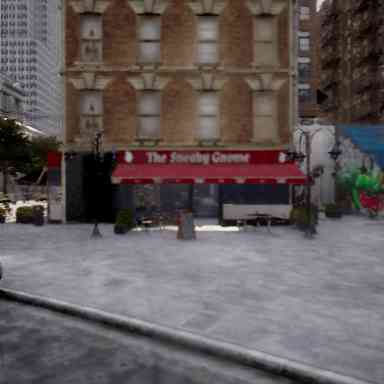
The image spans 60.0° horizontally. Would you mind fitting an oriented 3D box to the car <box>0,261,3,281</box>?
[{"bbox_3d":[-6.165,1.555,6.860,4.718,1.301,1.895,0,0,29],"label":"car"}]
